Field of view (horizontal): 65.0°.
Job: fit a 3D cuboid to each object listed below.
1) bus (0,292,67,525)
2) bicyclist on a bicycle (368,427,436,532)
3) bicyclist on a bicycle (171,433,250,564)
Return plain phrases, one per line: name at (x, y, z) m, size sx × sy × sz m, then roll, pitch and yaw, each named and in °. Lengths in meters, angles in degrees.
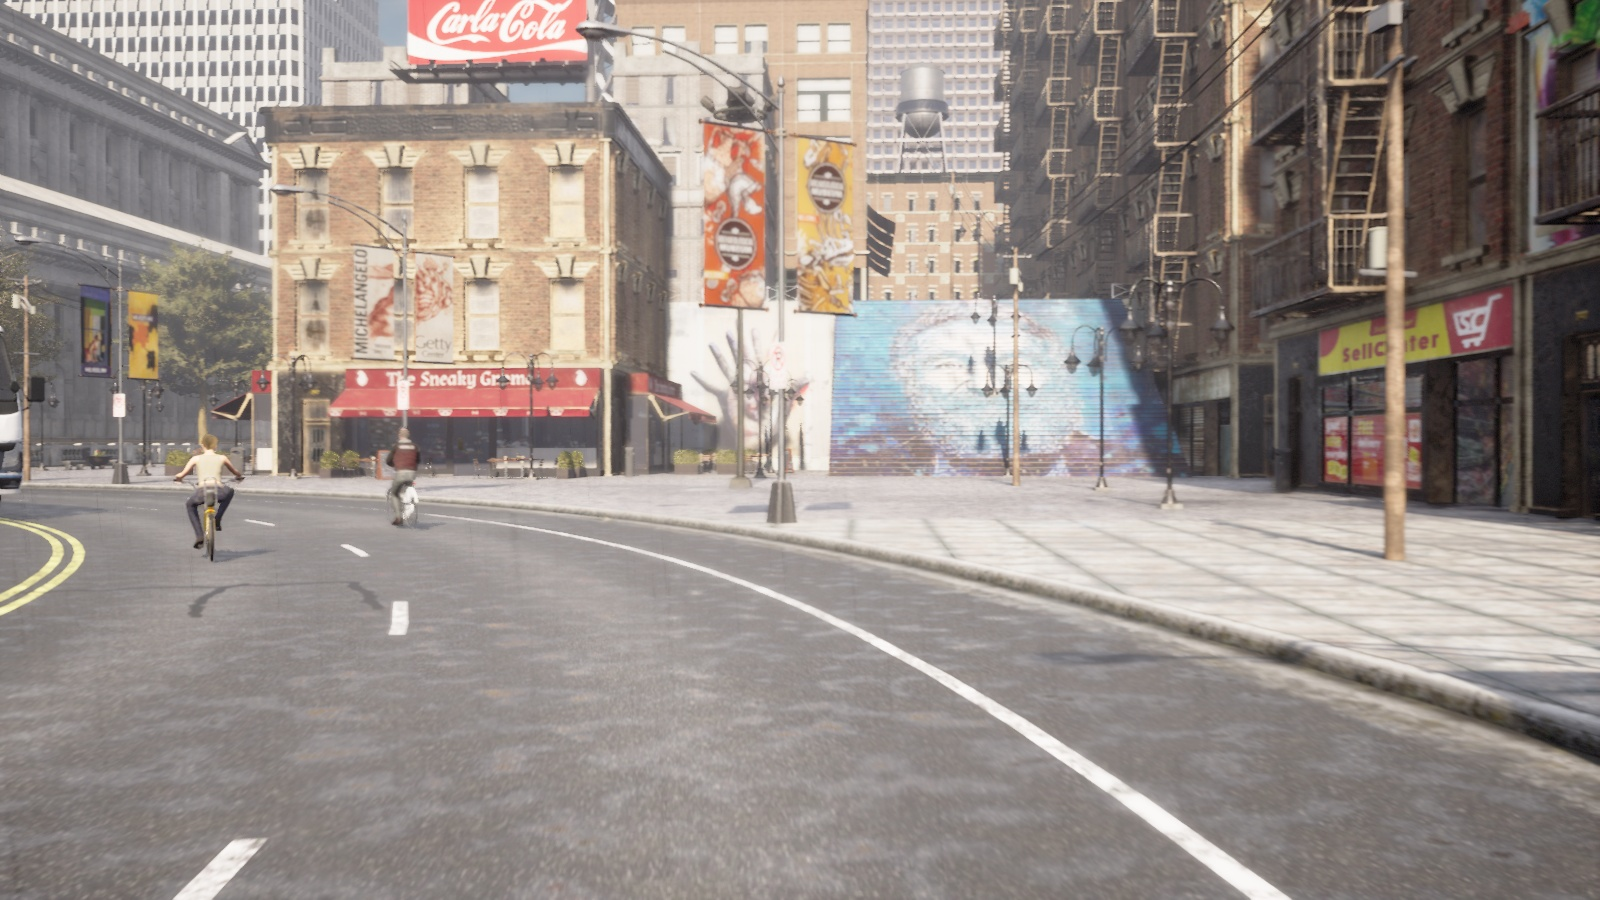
bus at (-19.221, -0.775, 25.485) m, size 10.273 × 4.253 × 3.944 m, roll 0°, pitch 0°, yaw 38°
bicyclist on a bicycle at (-7.036, 0.492, 22.125) m, size 0.659 × 1.776 × 1.843 m, roll -1°, pitch 1°, yaw -33°
bicyclist on a bicycle at (-7.695, 0.590, 16.361) m, size 0.866 × 1.612 × 1.509 m, roll -1°, pitch 1°, yaw -27°
